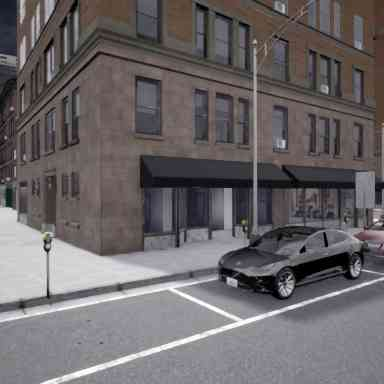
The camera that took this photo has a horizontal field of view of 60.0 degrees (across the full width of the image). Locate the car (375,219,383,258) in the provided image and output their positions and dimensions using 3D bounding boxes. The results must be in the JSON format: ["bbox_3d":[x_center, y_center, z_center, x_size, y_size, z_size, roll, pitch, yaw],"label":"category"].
[{"bbox_3d":[7.116,1.582,11.596,4.206,1.307,1.802,0,0,-35],"label":"car"}]

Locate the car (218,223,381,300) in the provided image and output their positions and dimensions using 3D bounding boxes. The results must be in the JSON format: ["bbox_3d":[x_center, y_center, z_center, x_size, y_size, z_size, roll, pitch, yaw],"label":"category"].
[{"bbox_3d":[2.634,1.566,8.405,4.313,1.339,1.947,0,0,-35],"label":"car"}]
